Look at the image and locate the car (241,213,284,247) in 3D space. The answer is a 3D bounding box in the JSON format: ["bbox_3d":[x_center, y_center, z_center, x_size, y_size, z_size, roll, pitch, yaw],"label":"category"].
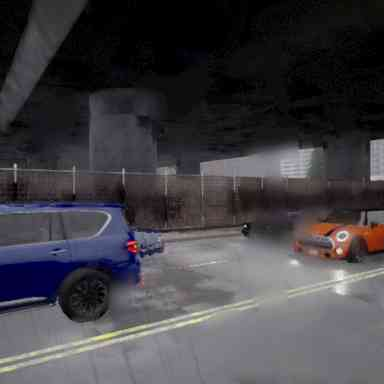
[{"bbox_3d":[4.547,1.600,15.288,4.718,1.301,1.895,0,0,-33],"label":"car"}]

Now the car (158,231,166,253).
[{"bbox_3d":[-3.474,1.547,10.029,5.357,1.411,2.033,0,0,-33],"label":"car"}]

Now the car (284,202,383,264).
[{"bbox_3d":[5.766,1.350,11.902,4.553,1.767,2.097,0,0,-33],"label":"car"}]

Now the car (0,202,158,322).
[{"bbox_3d":[-3.622,1.220,5.748,5.566,2.045,2.150,0,0,-33],"label":"car"}]
